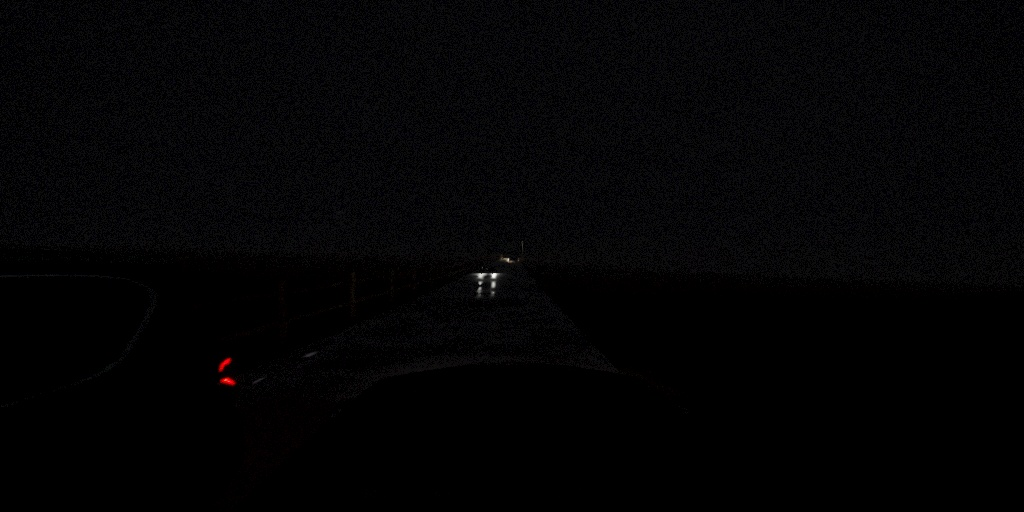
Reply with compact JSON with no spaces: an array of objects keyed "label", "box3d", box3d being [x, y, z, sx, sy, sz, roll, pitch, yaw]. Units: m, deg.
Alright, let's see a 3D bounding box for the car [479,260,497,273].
[{"label":"car","box3d":[-2.823,1.228,42.647,1.837,1.490,4.892,0,0,0]}]
